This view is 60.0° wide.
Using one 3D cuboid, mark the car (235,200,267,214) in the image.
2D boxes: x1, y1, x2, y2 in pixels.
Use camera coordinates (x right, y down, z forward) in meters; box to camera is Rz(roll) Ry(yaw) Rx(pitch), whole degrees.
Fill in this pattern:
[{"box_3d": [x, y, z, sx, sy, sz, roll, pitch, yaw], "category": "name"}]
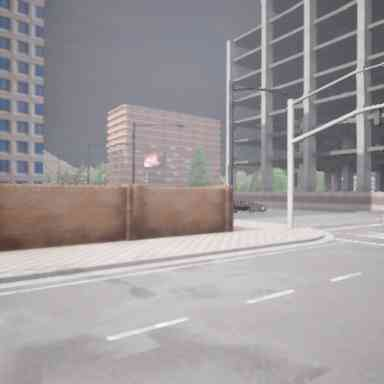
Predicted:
[{"box_3d": [6.329, 1.645, 38.001, 2.128, 1.511, 4.902, 0, 0, -35], "category": "car"}]
